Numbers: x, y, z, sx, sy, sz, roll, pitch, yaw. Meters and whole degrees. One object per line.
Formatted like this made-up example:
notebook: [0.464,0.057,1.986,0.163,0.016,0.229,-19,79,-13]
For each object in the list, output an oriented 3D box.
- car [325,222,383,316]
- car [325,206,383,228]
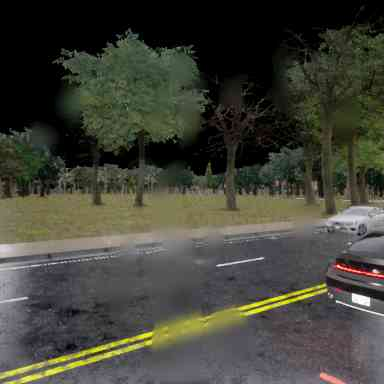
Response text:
car: [4.713,1.505,6.816,4.892,1.490,1.837,0,0,-36]
car: [9.303,1.528,18.342,4.674,1.442,1.812,0,0,-36]
